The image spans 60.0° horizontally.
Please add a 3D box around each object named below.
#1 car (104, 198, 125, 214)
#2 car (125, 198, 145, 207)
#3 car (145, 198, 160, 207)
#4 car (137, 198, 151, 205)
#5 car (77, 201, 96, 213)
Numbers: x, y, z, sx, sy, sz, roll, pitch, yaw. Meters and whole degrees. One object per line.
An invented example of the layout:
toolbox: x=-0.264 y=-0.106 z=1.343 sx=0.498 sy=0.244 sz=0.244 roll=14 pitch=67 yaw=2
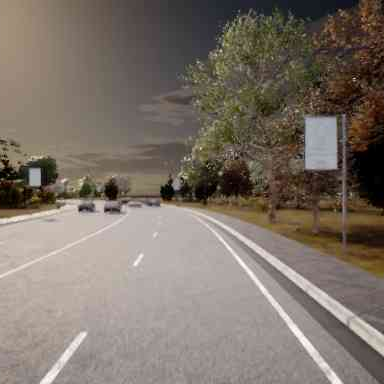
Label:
car: x=-9.584 y=1.791 z=40.442 sx=1.882 sy=1.535 sz=5.008 roll=0 pitch=-1 yaw=-9
car: x=-10.292 y=2.042 z=59.728 sx=1.895 sy=1.301 sz=4.718 roll=0 pitch=0 yaw=-18
car: x=-7.131 y=1.984 z=61.350 sx=1.812 sy=1.442 sz=4.674 roll=0 pitch=0 yaw=-18
car: x=-10.291 y=1.941 z=70.756 sx=1.812 sy=1.442 sz=4.674 roll=0 pitch=0 yaw=-22
car: x=-13.517 y=1.874 z=43.054 sx=2.033 sy=1.411 sz=5.357 roll=0 pitch=0 yaw=-10
